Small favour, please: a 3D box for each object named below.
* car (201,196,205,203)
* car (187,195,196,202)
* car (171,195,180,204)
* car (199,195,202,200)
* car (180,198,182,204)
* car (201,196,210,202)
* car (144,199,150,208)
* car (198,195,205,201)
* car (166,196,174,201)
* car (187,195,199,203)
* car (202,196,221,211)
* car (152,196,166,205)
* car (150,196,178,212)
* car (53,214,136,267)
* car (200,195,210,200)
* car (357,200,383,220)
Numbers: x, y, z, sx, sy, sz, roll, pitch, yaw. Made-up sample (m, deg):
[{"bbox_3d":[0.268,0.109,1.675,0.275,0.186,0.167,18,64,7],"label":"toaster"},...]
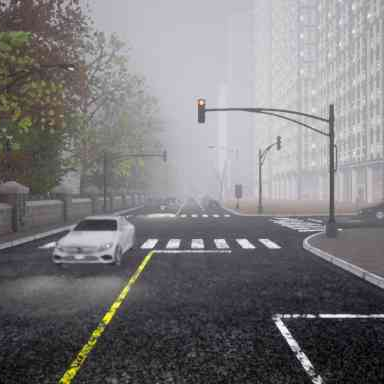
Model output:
[{"bbox_3d":[2.650,1.592,47.156,1.947,1.339,4.313,0,0,0],"label":"car"},{"bbox_3d":[-0.069,1.482,78.807,2.033,1.411,5.357,0,0,0],"label":"car"},{"bbox_3d":[-3.140,1.533,50.022,1.837,1.490,4.892,0,0,0],"label":"car"},{"bbox_3d":[3.052,1.406,69.806,2.097,1.767,4.553,0,0,0],"label":"car"},{"bbox_3d":[-3.086,1.540,66.382,2.128,1.511,4.902,0,0,0],"label":"car"},{"bbox_3d":[3.082,1.590,76.836,1.812,1.442,4.674,0,0,0],"label":"car"},{"bbox_3d":[-5.730,1.608,47.149,1.802,1.307,4.206,0,0,0],"label":"car"},{"bbox_3d":[2.611,1.642,92.214,2.008,1.369,4.403,0,0,0],"label":"car"},{"bbox_3d":[-5.765,1.626,86.575,1.887,1.381,4.507,0,0,0],"label":"car"},{"bbox_3d":[-0.061,1.578,69.224,1.812,1.442,4.674,0,0,0],"label":"car"},{"bbox_3d":[2.655,1.587,41.523,1.947,1.339,4.313,0,0,0],"label":"car"},{"bbox_3d":[-5.740,1.478,58.414,1.967,1.590,4.097,0,0,0],"label":"car"},{"bbox_3d":[-3.135,1.509,38.214,2.128,1.511,4.902,0,0,0],"label":"car"},{"bbox_3d":[-3.112,1.528,11.527,1.812,1.442,4.674,0,0,0],"label":"car"},{"bbox_3d":[2.645,1.597,52.789,1.947,1.339,4.313,0,0,0],"label":"car"},{"bbox_3d":[14.933,1.239,24.747,4.892,1.490,1.837,-1,0,0],"label":"car"}]
